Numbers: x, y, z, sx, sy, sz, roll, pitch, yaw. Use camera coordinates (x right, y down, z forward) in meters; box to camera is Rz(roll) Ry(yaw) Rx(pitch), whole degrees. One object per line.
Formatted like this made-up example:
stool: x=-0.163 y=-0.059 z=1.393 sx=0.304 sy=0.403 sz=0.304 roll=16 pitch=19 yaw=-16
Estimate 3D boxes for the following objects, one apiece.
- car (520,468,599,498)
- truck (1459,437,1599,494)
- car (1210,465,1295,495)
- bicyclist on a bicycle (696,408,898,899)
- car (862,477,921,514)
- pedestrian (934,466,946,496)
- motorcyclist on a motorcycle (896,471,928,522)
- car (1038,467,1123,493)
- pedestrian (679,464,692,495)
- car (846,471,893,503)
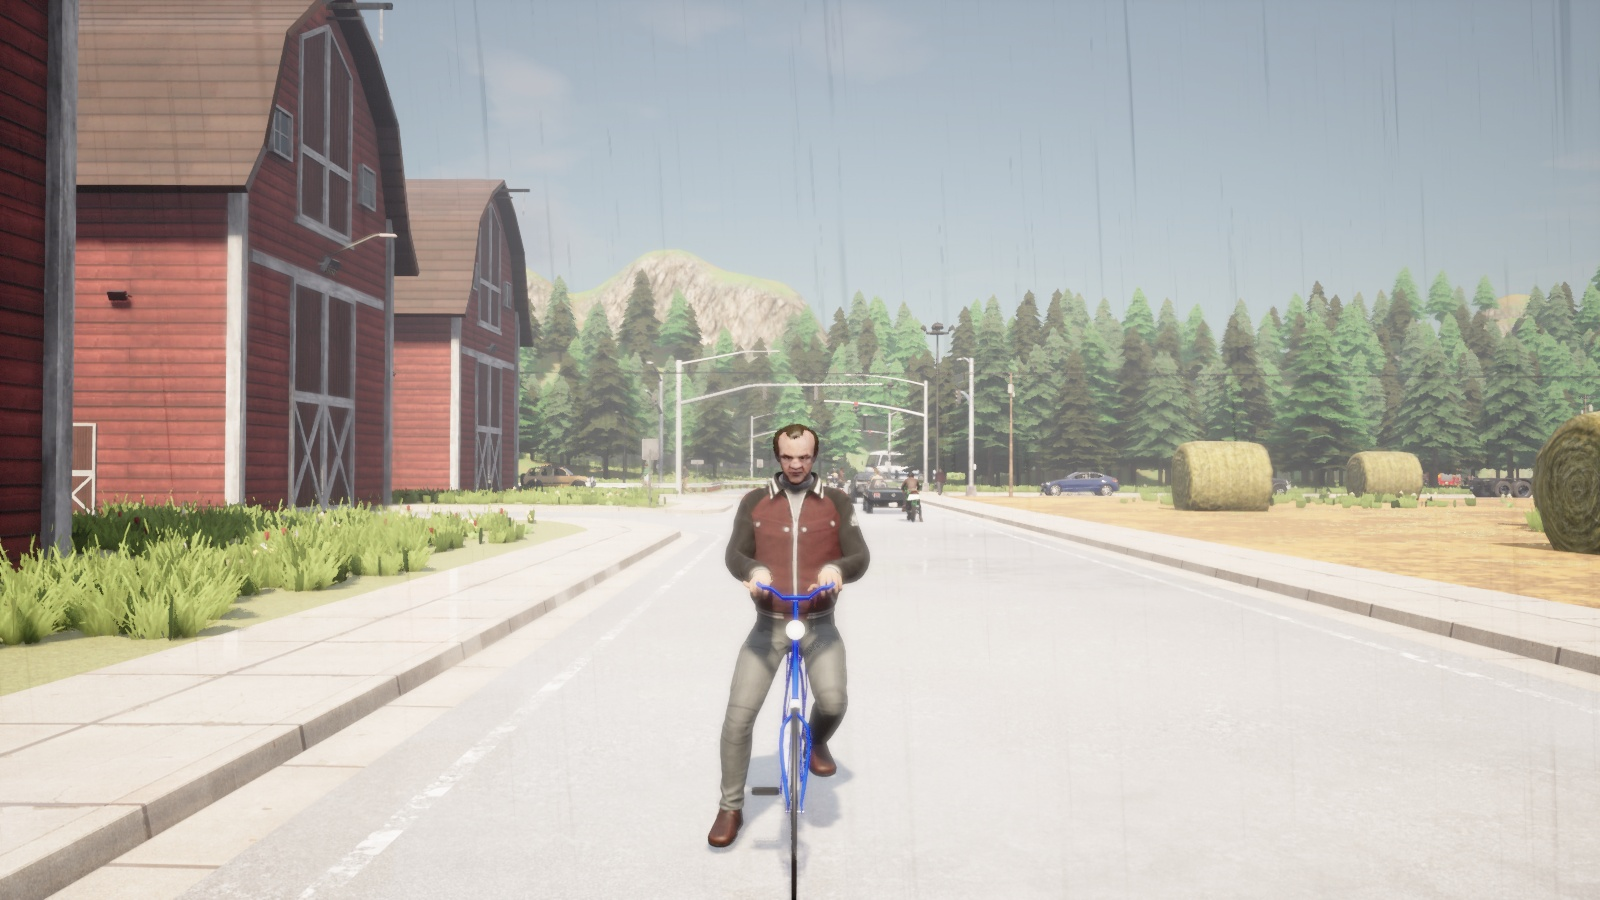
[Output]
car: x=-15.095 y=2.041 z=78.929 sx=4.605 sy=1.855 sz=1.932 roll=0 pitch=-1 yaw=1
truck: x=45.701 y=0.983 z=77.990 sx=7.936 sy=3.462 sz=2.891 roll=0 pitch=-1 yaw=1
car: x=28.141 y=1.856 z=78.252 sx=4.605 sy=1.855 sz=1.932 roll=0 pitch=-1 yaw=1
bicyclist on a bicycle: x=-0.013 y=0.770 z=5.071 sx=0.659 sy=1.776 sz=1.843 roll=0 pitch=-1 yaw=0
car: x=3.386 y=1.696 z=47.437 sx=1.895 sy=1.301 sz=4.718 roll=0 pitch=-1 yaw=0
pedestrian: x=8.592 y=1.890 z=76.931 sx=0.634 sy=1.844 sz=0.899 roll=0 pitch=-1 yaw=0
motorcyclist on a motorcycle: x=3.412 y=1.405 z=38.440 sx=0.797 sy=1.523 sz=2.044 roll=0 pitch=-1 yaw=0
car: x=18.268 y=1.919 z=81.906 sx=5.027 sy=1.651 sz=2.152 roll=0 pitch=-1 yaw=1
pedestrian: x=-6.789 y=1.760 z=74.412 sx=0.694 sy=1.848 sz=0.540 roll=0 pitch=-1 yaw=6
car: x=3.355 y=1.770 z=61.217 sx=2.007 sy=1.525 sz=4.514 roll=0 pitch=-1 yaw=0
